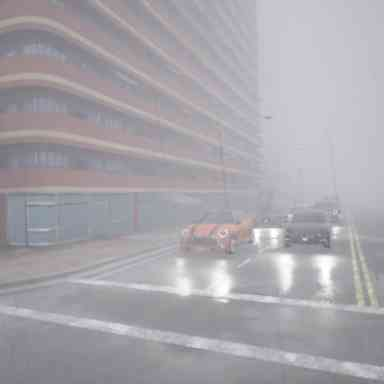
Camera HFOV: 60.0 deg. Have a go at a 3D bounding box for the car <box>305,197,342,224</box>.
[{"bbox_3d":[10.359,1.499,25.989,2.097,1.767,4.553,-2,-1,24],"label":"car"}]

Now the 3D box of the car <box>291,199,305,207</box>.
[{"bbox_3d":[13.233,1.660,40.527,2.097,1.767,4.553,-2,-1,25],"label":"car"}]

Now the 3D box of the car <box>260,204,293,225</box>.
[{"bbox_3d":[5.902,1.821,24.659,1.994,1.385,4.181,-2,-1,25],"label":"car"}]

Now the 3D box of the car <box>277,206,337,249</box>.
[{"bbox_3d":[5.443,1.616,15.302,1.837,1.490,4.892,-2,-1,25],"label":"car"}]

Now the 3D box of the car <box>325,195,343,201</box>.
[{"bbox_3d":[17.006,1.418,40.340,2.150,2.045,5.566,-2,-1,25],"label":"car"}]

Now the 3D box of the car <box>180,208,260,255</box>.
[{"bbox_3d":[1.236,1.575,14.536,2.097,1.767,4.553,-2,-1,25],"label":"car"}]
